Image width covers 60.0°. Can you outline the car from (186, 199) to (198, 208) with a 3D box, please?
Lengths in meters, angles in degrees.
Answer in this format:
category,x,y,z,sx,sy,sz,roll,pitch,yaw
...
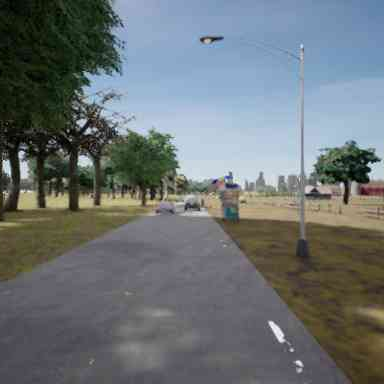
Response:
category,x,y,z,sx,sy,sz,roll,pitch,yaw
car,-0.015,1.834,54.428,1.837,1.490,4.892,0,-1,0

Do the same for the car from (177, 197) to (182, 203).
category,x,y,z,sx,sy,sz,roll,pitch,yaw
car,-2.772,1.893,77.416,1.882,1.535,5.008,0,-1,0

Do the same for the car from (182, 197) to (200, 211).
category,x,y,z,sx,sy,sz,roll,pitch,yaw
car,0.052,1.586,45.415,2.097,1.767,4.553,0,0,0

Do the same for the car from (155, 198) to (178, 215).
category,x,y,z,sx,sy,sz,roll,pitch,yaw
car,-2.854,1.665,36.047,1.812,1.442,4.674,0,-1,0

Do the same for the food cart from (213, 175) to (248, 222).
category,x,y,z,sx,sy,sz,roll,pitch,yaw
food cart,3.084,0.535,27.873,2.280,3.560,4.660,-1,-1,0
